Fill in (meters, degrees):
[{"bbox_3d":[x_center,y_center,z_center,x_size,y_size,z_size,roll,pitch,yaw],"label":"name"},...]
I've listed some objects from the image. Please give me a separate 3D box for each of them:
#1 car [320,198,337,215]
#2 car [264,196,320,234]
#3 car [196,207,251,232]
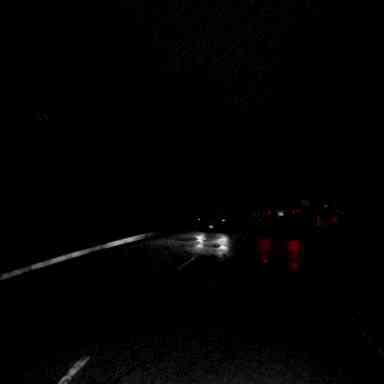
[{"bbox_3d":[14.181,1.465,35.494,2.097,1.767,4.553,0,0,19],"label":"car"},{"bbox_3d":[5.940,1.244,19.764,2.150,2.045,5.566,0,0,29],"label":"car"},{"bbox_3d":[2.054,1.619,20.329,1.895,1.301,4.718,0,0,27],"label":"car"}]
